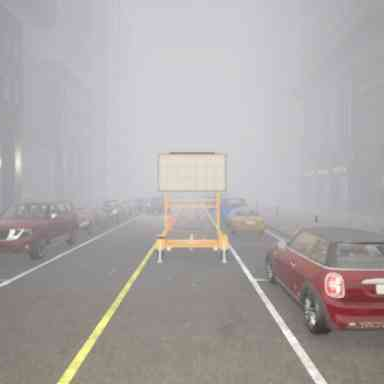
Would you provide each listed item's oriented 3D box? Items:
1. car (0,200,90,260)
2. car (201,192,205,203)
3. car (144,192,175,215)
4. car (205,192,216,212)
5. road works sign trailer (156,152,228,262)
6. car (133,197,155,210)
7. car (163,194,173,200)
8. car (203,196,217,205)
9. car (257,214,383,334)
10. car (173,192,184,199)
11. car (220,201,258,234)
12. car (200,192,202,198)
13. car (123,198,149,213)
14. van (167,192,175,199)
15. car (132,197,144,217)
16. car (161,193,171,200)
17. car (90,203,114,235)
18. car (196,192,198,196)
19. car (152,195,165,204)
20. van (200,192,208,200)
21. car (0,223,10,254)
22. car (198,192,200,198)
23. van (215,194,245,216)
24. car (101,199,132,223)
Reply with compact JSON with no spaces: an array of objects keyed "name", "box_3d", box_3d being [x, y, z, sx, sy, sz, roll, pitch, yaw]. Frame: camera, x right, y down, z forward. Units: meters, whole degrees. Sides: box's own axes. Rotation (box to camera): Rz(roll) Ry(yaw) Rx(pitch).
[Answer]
[{"name":"car","box_3d":[-5.758,1.239,12.271,2.192,1.841,5.009,0,0,0]},{"name":"car","box_3d":[2.788,1.044,45.889,2.192,1.841,5.009,0,0,0]},{"name":"car","box_3d":[-3.077,1.162,31.422,2.097,1.767,4.553,0,0,0]},{"name":"car","box_3d":[2.781,1.107,34.686,2.192,1.841,5.009,0,0,0]},{"name":"road works sign trailer","box_3d":[0.006,0.392,11.718,2.380,3.560,2.880,0,0,0]},{"name":"car","box_3d":[-5.740,1.326,40.282,1.947,1.339,4.313,0,0,0]},{"name":"car","box_3d":[-5.714,1.092,79.496,1.887,1.381,4.507,0,0,0]},{"name":"car","box_3d":[2.793,1.264,51.492,1.947,1.339,4.313,0,0,0]},{"name":"car","box_3d":[2.763,1.398,6.678,1.967,1.590,4.097,0,0,0]},{"name":"car","box_3d":[-2.954,0.901,72.090,2.097,1.767,4.553,0,0,0]},{"name":"car","box_3d":[2.771,1.414,18.053,1.752,1.417,4.829,0,0,0]},{"name":"car","box_3d":[2.796,1.108,57.093,1.967,1.590,4.097,0,0,0]},{"name":"car","box_3d":[-5.743,1.358,34.680,1.947,1.339,4.313,0,0,0]},{"name":"van","box_3d":[-5.707,0.828,90.700,1.690,1.788,3.998,0,0,0]},{"name":"car","box_3d":[-5.747,1.375,29.078,2.008,1.369,4.403,0,0,0]},{"name":"car","box_3d":[-5.718,1.017,73.894,1.967,1.590,4.097,0,0,0]},{"name":"car","box_3d":[-5.754,1.472,17.874,1.802,1.307,4.206,0,0,0]},{"name":"car","box_3d":[2.819,1.031,90.703,1.887,1.381,4.507,0,0,0]},{"name":"car","box_3d":[-5.729,1.213,57.088,1.887,1.381,4.507,0,0,0]},{"name":"van","box_3d":[2.811,0.888,79.499,1.690,1.788,3.998,0,0,0]},{"name":"car","box_3d":[-5.761,1.540,6.670,1.802,1.307,4.206,0,0,0]},{"name":"car","box_3d":[2.803,1.047,68.296,1.967,1.590,4.097,0,0,0]},{"name":"van","box_3d":[2.774,1.198,23.483,1.690,1.788,3.998,0,0,0]},{"name":"car","box_3d":[-5.751,1.297,23.475,1.967,1.590,4.097,0,0,0]}]
